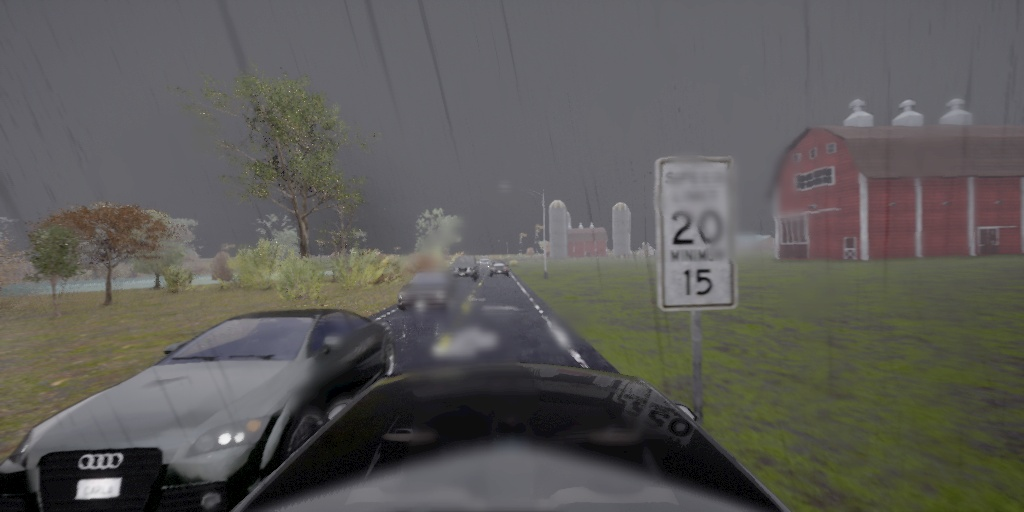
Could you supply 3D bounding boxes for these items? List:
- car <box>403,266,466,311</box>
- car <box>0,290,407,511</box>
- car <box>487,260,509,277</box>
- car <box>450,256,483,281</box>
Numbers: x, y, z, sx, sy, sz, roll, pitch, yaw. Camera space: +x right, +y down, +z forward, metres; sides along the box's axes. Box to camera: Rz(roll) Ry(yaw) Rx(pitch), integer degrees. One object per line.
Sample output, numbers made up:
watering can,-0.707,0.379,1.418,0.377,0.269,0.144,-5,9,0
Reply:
car,-3.334,1.368,15.260,2.033,1.411,5.357,-1,0,-3
car,-2.871,1.384,4.408,1.994,1.385,4.181,-1,0,-2
car,-1.266,1.281,35.940,1.812,1.442,4.674,-1,0,-2
car,-3.984,1.045,30.908,2.150,2.045,5.566,-1,1,-2
